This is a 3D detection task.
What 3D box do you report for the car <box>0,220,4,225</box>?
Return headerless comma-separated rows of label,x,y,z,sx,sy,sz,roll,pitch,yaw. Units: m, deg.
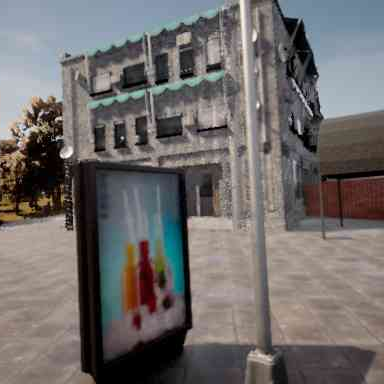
car,-22.248,3.344,34.384,1.895,1.301,4.718,-4,1,29
